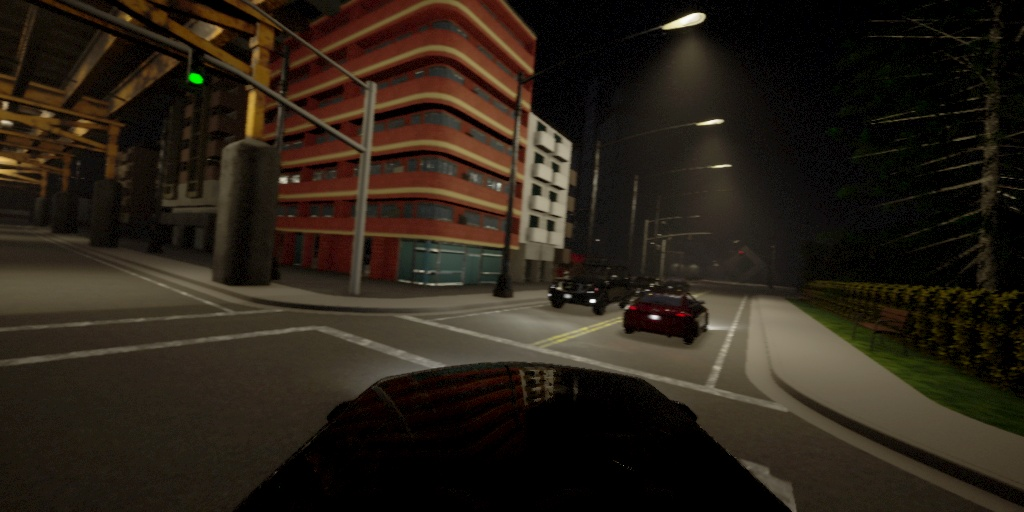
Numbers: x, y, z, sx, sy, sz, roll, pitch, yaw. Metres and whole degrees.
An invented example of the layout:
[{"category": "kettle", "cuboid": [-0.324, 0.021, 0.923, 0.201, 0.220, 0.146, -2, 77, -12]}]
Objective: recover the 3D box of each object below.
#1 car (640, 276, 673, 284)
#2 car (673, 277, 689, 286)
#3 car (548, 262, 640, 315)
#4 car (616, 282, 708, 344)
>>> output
[{"category": "car", "cuboid": [9.196, 2.099, 24.305, 1.837, 1.490, 4.892, 4, 0, 34]}, {"category": "car", "cuboid": [14.809, 2.651, 32.623, 1.994, 1.385, 4.181, 4, 0, 34]}, {"category": "car", "cuboid": [3.731, 1.334, 16.151, 2.150, 2.045, 5.566, 4, 0, 34]}, {"category": "car", "cuboid": [5.076, 1.768, 11.588, 1.994, 1.385, 4.181, 4, 0, 34]}]
